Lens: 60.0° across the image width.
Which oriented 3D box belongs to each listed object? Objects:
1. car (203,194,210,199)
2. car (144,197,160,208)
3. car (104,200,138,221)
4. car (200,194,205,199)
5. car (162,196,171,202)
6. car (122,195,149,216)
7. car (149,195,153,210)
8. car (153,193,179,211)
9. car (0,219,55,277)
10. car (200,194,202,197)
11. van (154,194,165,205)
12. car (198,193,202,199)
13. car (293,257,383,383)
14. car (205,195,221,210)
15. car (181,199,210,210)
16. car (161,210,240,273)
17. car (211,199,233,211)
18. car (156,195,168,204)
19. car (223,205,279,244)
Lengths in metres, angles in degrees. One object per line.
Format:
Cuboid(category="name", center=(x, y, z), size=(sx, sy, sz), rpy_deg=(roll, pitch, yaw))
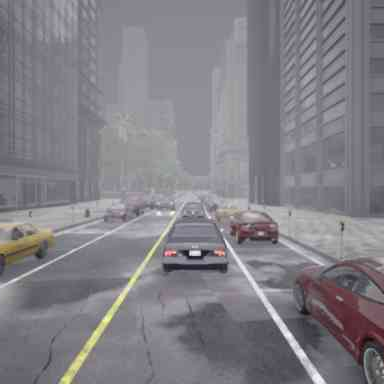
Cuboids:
Cuboid(category="car", center=(2.779, 1.409, 42.692), size=(1.967, 1.590, 4.097), rpy_deg=(0, 0, 0))
Cuboid(category="car", center=(-5.743, 1.513, 48.134), size=(1.887, 1.381, 4.507), rpy_deg=(0, 0, 0))
Cuboid(category="car", center=(-5.753, 1.558, 26.430), size=(1.802, 1.307, 4.206), rpy_deg=(0, 0, 0))
Cuboid(category="car", center=(2.784, 1.517, 53.542), size=(2.008, 1.369, 4.403), rpy_deg=(0, 0, 0))
Cuboid(category="car", center=(-5.731, 1.542, 75.265), size=(1.802, 1.307, 4.206), rpy_deg=(0, 0, 0))
Cuboid(category="car", center=(-5.752, 1.288, 31.856), size=(2.192, 1.841, 5.009), rpy_deg=(0, 0, 0))
Cuboid(category="car", center=(-5.747, 1.284, 42.708), size=(2.192, 1.841, 5.009), rpy_deg=(0, 0, 0))
Cuboid(category="car", center=(-3.073, 1.322, 39.836), size=(2.097, 1.767, 4.553), rpy_deg=(0, 0, 0))
Cuboid(category="car", center=(-5.760, 1.515, 9.982), size=(1.752, 1.417, 4.829), rpy_deg=(0, 0, 0))
Cuboid(category="car", center=(2.787, 1.491, 59.137), size=(1.752, 1.417, 4.829), rpy_deg=(0, 0, 0))
Cuboid(category="van", center=(-5.739, 1.307, 58.986), size=(1.690, 1.788, 3.998), rpy_deg=(0, 0, 0))
Cuboid(category="car", center=(2.788, 1.279, 64.393), size=(2.192, 1.841, 5.009), rpy_deg=(0, 0, 0))
Cuboid(category="car", center=(2.763, 1.577, 4.717), size=(1.802, 1.307, 4.206), rpy_deg=(0, 0, 0))
Cuboid(category="car", center=(2.776, 1.411, 37.267), size=(1.967, 1.590, 4.097), rpy_deg=(0, 0, 0))
Cuboid(category="car", center=(0.097, 1.524, 26.416), size=(2.033, 1.411, 5.357), rpy_deg=(0, 0, 0))
Cuboid(category="car", center=(0.087, 1.536, 10.615), size=(2.033, 1.411, 5.357), rpy_deg=(0, 0, 0))
Cuboid(category="car", center=(2.772, 1.501, 26.587), size=(1.752, 1.417, 4.829), rpy_deg=(0, 0, 0))
Cuboid(category="car", center=(-5.736, 1.404, 64.412), size=(1.967, 1.590, 4.097), rpy_deg=(0, 0, 0))
Cuboid(category="car", center=(2.767, 1.529, 15.567), size=(1.887, 1.381, 4.507), rpy_deg=(0, 0, 0))
